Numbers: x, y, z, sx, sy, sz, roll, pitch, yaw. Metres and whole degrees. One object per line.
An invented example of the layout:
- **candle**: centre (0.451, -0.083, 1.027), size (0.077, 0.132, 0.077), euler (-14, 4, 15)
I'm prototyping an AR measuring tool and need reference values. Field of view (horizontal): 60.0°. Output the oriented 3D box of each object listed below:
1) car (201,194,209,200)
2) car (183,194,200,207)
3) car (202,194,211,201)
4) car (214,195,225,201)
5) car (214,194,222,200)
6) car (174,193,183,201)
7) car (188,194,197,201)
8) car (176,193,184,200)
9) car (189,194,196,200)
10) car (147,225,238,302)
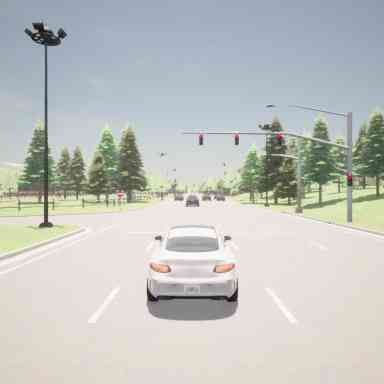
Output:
- **car**: centre (3.671, 1.372, 93.073), size (2.033, 1.411, 5.357), euler (0, 0, 0)
- **car**: centre (0.096, 1.352, 52.017), size (2.097, 1.767, 4.553), euler (0, 0, 0)
- **car**: centre (3.653, 1.348, 83.040), size (2.097, 1.767, 4.553), euler (0, 0, 0)
- **car**: centre (7.152, 1.517, 82.647), size (2.128, 1.511, 4.902), euler (0, 0, 0)
- **car**: centre (7.171, 1.385, 93.067), size (1.994, 1.385, 4.181), euler (0, 0, 0)
- **car**: centre (-3.347, 1.544, 83.049), size (1.994, 1.385, 4.181), euler (0, 0, 0)
- **car**: centre (0.153, 1.348, 83.046), size (2.097, 1.767, 4.553), euler (0, 0, 0)
- **car**: centre (-3.329, 1.187, 93.056), size (2.097, 1.767, 4.553), euler (0, 0, 0)
- **car**: centre (0.171, 1.332, 93.079), size (1.837, 1.490, 4.892), euler (0, 0, 0)
- **car**: centre (0.021, 1.526, 8.143), size (1.812, 1.442, 4.674), euler (0, 0, 0)
